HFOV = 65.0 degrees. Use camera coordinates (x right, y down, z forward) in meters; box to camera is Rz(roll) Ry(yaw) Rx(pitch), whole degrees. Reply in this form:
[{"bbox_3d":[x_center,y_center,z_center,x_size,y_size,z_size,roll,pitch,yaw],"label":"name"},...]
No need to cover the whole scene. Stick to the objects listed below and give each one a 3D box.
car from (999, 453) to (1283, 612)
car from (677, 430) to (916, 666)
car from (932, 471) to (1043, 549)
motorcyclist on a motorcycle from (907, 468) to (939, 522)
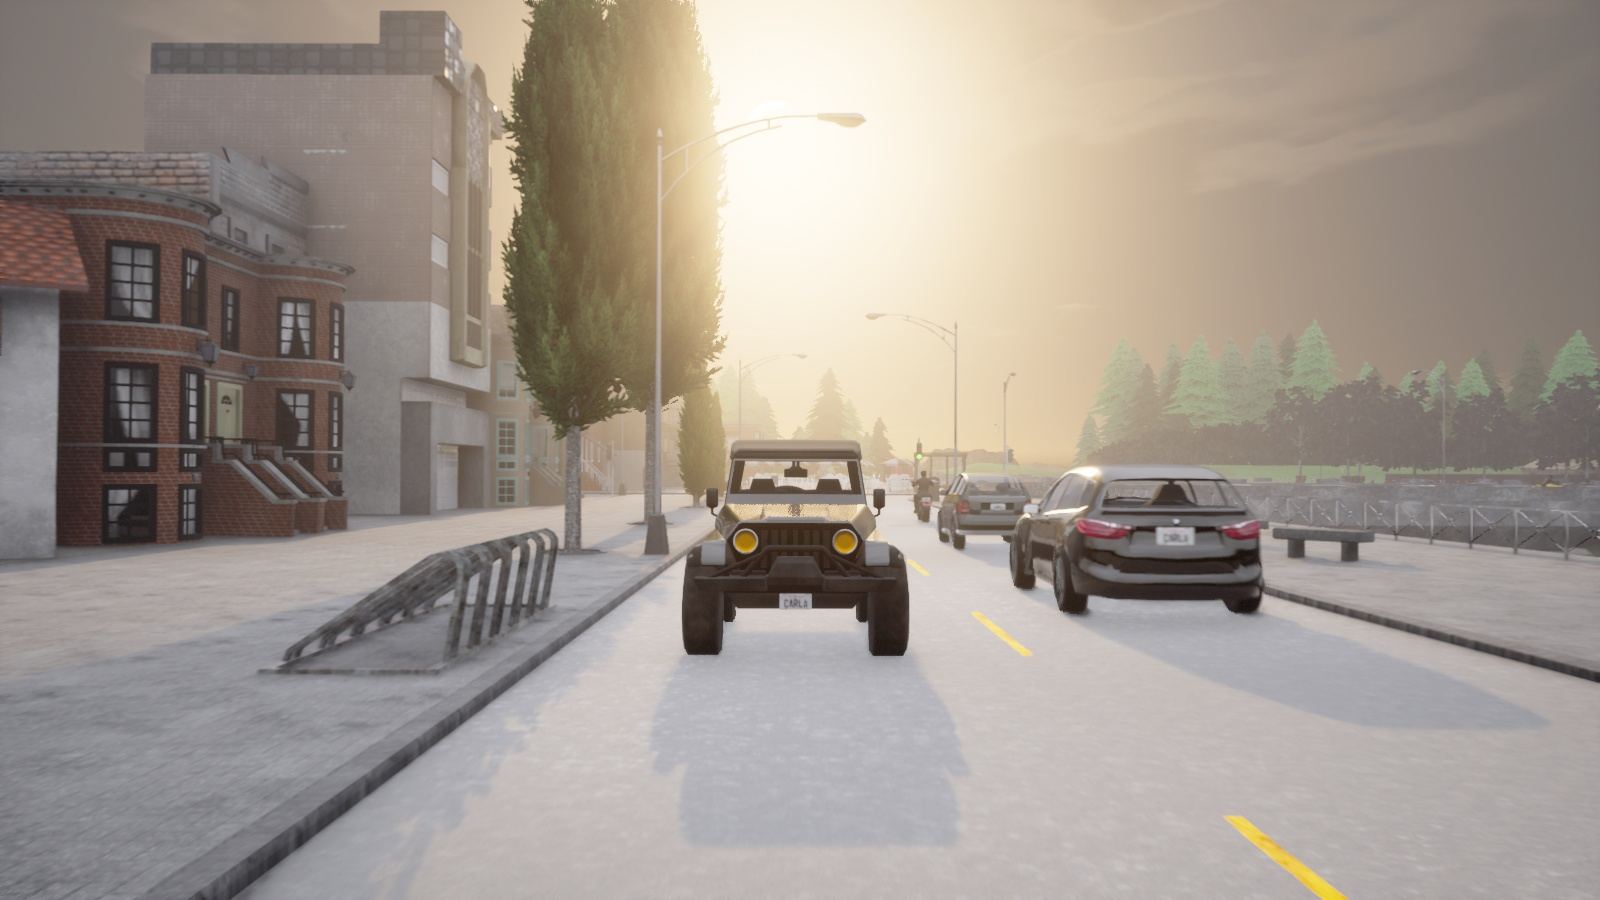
[{"bbox_3d":[3.958,0.903,15.536,2.242,1.667,4.611,0,-1,0],"label":"car"},{"bbox_3d":[-0.032,0.811,11.969,1.905,1.878,3.866,0,-1,0],"label":"car"},{"bbox_3d":[3.929,1.227,26.867,1.789,1.549,3.705,0,-1,0],"label":"car"},{"bbox_3d":[3.896,1.417,39.860,0.766,1.649,2.350,0,-1,0],"label":"motorcyclist on a motorcycle"}]
